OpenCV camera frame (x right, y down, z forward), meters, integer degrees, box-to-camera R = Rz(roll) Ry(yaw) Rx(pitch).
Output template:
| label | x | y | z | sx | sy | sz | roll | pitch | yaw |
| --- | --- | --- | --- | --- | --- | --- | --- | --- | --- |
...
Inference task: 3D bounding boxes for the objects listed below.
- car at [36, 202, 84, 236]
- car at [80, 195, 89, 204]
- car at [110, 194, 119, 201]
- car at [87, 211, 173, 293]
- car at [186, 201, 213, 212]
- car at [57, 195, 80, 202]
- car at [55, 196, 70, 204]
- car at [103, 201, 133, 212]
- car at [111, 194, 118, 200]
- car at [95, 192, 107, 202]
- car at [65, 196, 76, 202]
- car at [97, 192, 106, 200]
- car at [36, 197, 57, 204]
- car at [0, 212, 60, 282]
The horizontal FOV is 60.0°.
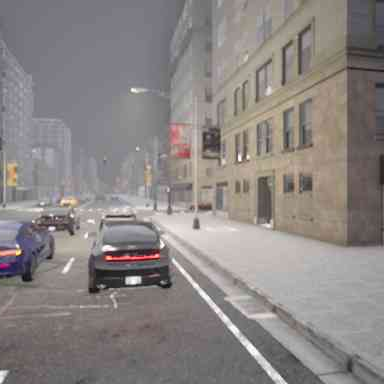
| label | x | y | z | sx | sy | sz | roll | pitch | yaw |
| --- | --- | --- | --- | --- | --- | --- | --- | --- | --- |
| car | -7.266 | 1.501 | 18.301 | 1.837 | 1.490 | 4.892 | 0 | 0 | -13 |
| car | -21.378 | 1.344 | 63.260 | 2.097 | 1.767 | 4.553 | 0 | 0 | -13 |
| car | -18.258 | 1.460 | 78.352 | 1.882 | 1.535 | 5.008 | 0 | 0 | -13 |
| car | -1.715 | 1.502 | 8.952 | 1.837 | 1.490 | 4.892 | 0 | 0 | -13 |
| car | 1.715 | 1.638 | 38.224 | 4.718 | 1.301 | 1.895 | 0 | 0 | -13 |
| car | -18.055 | 1.474 | 48.912 | 1.882 | 1.535 | 5.008 | 0 | 0 | -13 |
| car | -25.014 | 1.540 | 64.573 | 2.033 | 1.411 | 5.357 | 0 | 0 | -13 |
| car | -3.960 | 1.487 | 18.003 | 2.128 | 1.511 | 4.902 | 0 | 0 | -13 |
| car | -20.660 | 1.349 | 88.490 | 1.837 | 1.490 | 4.892 | 0 | 0 | -13 |
| car | -21.427 | 1.207 | 77.631 | 2.150 | 2.045 | 5.566 | 0 | 0 | -13 |
| car | -27.753 | 1.560 | 76.136 | 1.895 | 1.301 | 4.718 | 0 | 0 | -13 |
| car | -23.830 | 1.075 | 87.770 | 2.150 | 2.045 | 5.566 | 0 | 0 | -13 |
| car | -21.238 | 1.488 | 48.030 | 2.128 | 1.511 | 4.902 | 0 | 0 | -16 |
| car | -5.156 | 1.523 | 9.400 | 1.812 | 1.442 | 4.674 | 0 | 0 | -13 |
